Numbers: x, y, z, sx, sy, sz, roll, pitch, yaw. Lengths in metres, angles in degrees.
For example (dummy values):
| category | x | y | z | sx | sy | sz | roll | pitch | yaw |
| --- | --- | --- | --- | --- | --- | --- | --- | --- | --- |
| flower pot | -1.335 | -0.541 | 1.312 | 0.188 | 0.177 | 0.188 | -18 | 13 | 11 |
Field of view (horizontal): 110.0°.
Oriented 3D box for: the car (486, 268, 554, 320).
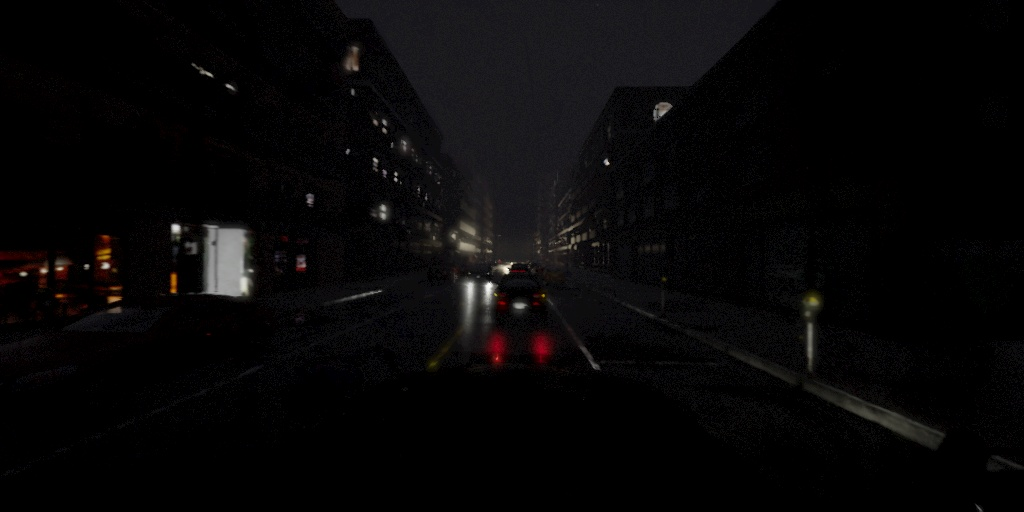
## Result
| category | x | y | z | sx | sy | sz | roll | pitch | yaw |
| --- | --- | --- | --- | --- | --- | --- | --- | --- | --- |
| car | 0.280 | 1.321 | 12.876 | 1.812 | 1.442 | 4.674 | 1 | 0 | 1 |

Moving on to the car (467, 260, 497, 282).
| category | x | y | z | sx | sy | sz | roll | pitch | yaw |
| --- | --- | --- | --- | --- | --- | --- | --- | --- | --- |
| car | -2.538 | 1.357 | 30.288 | 1.812 | 1.442 | 4.674 | 1 | 0 | 2 |

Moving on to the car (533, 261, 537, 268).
| category | x | y | z | sx | sy | sz | roll | pitch | yaw |
| --- | --- | --- | --- | --- | --- | --- | --- | --- | --- |
| car | 3.405 | 1.470 | 39.373 | 1.888 | 1.381 | 4.507 | 0 | 0 | 1 |

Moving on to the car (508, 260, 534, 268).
| category | x | y | z | sx | sy | sz | roll | pitch | yaw |
| --- | --- | --- | --- | --- | --- | --- | --- | --- | --- |
| car | 0.639 | 1.369 | 30.373 | 1.837 | 1.490 | 4.892 | 1 | 0 | 1 |

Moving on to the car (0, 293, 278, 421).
| category | x | y | z | sx | sy | sz | roll | pitch | yaw |
| --- | --- | --- | --- | --- | --- | --- | --- | --- | --- |
| car | -5.667 | 1.290 | 5.739 | 1.802 | 1.307 | 4.207 | 0 | 0 | 1 |

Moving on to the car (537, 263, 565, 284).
| category | x | y | z | sx | sy | sz | roll | pitch | yaw |
| --- | --- | --- | --- | --- | --- | --- | --- | --- | --- |
| car | 3.177 | 1.407 | 28.273 | 1.751 | 1.417 | 4.829 | 0 | 0 | 1 |

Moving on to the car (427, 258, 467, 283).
| category | x | y | z | sx | sy | sz | roll | pitch | yaw |
| --- | --- | --- | --- | --- | --- | --- | --- | --- | --- |
| car | -5.204 | 1.111 | 28.279 | 2.192 | 1.841 | 5.009 | 0 | 0 | 1 |
